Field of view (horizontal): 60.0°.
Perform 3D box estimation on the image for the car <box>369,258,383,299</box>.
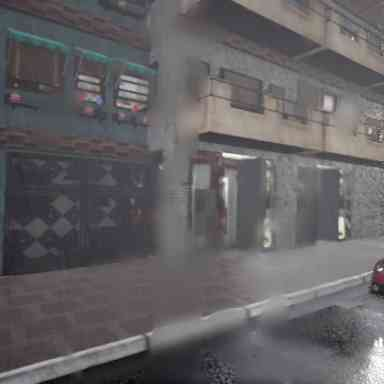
[{"bbox_3d":[5.626,1.570,7.086,4.181,1.385,1.994,0,0,-35],"label":"car"}]
